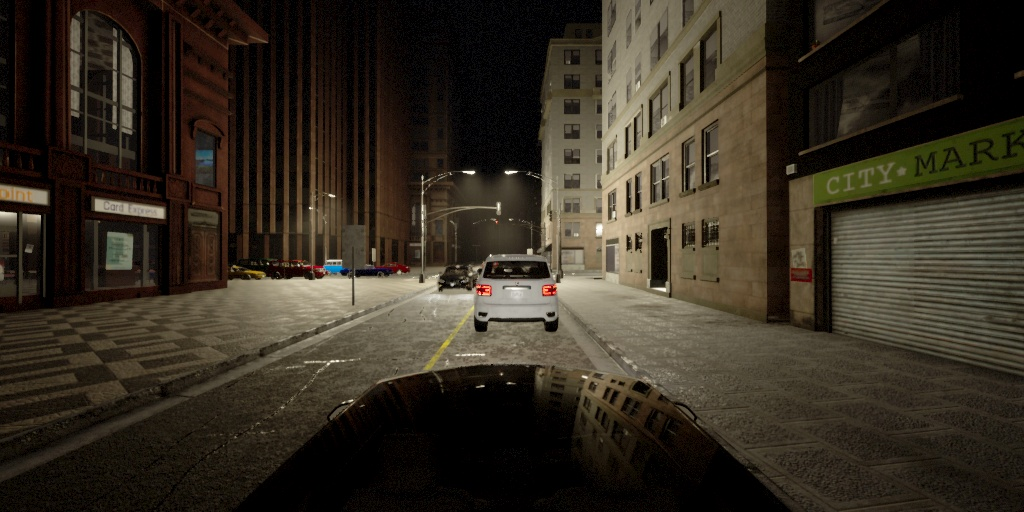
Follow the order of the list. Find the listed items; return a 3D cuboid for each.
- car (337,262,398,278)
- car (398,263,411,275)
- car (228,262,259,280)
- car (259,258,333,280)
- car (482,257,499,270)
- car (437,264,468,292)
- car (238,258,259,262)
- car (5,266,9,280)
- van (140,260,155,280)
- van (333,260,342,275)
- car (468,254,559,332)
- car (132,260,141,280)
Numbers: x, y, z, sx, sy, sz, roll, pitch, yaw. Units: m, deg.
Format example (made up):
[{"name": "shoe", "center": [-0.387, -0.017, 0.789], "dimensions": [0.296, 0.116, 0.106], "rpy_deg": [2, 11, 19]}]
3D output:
[{"name": "car", "center": [-14.143, 1.506, 35.246], "dimensions": [4.718, 1.301, 1.895], "rpy_deg": [-1, 0, 0]}, {"name": "car", "center": [-13.973, 1.477, 41.200], "dimensions": [4.507, 1.381, 1.888], "rpy_deg": [0, 0, 0]}, {"name": "car", "center": [-25.073, 1.552, 32.715], "dimensions": [4.829, 1.417, 1.751], "rpy_deg": [0, 0, 0]}, {"name": "car", "center": [-19.619, 1.273, 32.695], "dimensions": [5.009, 1.841, 2.192], "rpy_deg": [0, 0, 0]}, {"name": "car", "center": [-3.108, 1.097, 51.725], "dimensions": [2.097, 1.767, 4.553], "rpy_deg": [0, 0, 1]}, {"name": "car", "center": [-3.136, 1.260, 21.257], "dimensions": [1.837, 1.490, 4.892], "rpy_deg": [0, 0, 0]}, {"name": "car", "center": [-24.107, 1.247, 35.276], "dimensions": [5.566, 2.045, 2.150], "rpy_deg": [-1, 0, -1]}, {"name": "car", "center": [-47.740, 1.849, 32.798], "dimensions": [4.403, 1.370, 2.007], "rpy_deg": [0, 0, 0]}, {"name": "van", "center": [-30.867, 1.435, 32.736], "dimensions": [3.998, 1.789, 1.690], "rpy_deg": [0, 0, 0]}, {"name": "van", "center": [-19.597, 1.340, 41.221], "dimensions": [3.998, 1.789, 1.690], "rpy_deg": [0, 0, 0]}, {"name": "car", "center": [0.101, 0.974, 11.007], "dimensions": [2.150, 2.045, 5.566], "rpy_deg": [0, 0, 0]}, {"name": "car", "center": [-34.463, 1.372, 35.333], "dimensions": [5.566, 2.045, 2.150], "rpy_deg": [-1, 0, 0]}]
